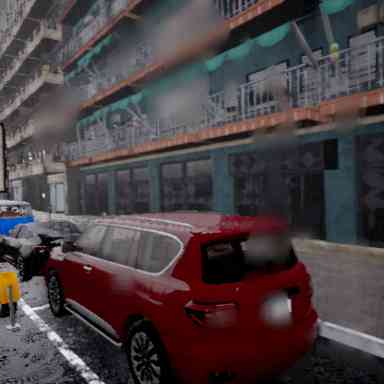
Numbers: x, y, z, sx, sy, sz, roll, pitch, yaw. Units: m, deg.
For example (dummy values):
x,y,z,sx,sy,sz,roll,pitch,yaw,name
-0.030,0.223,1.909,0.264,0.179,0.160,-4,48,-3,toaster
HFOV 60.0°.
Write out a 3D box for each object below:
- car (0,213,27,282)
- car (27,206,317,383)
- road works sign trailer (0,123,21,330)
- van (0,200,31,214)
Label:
x,y,z,sx,sy,sz,roll,pitch,yaw,name
-4.235,1.466,9.460,1.947,1.339,4.313,-1,1,-40,car
-0.636,1.217,5.090,2.192,1.841,5.009,-1,1,-40,car
-4.582,0.445,5.785,2.380,3.560,2.880,-2,1,-39,road works sign trailer
-7.841,1.239,13.824,1.690,1.788,3.998,-1,1,-40,van
